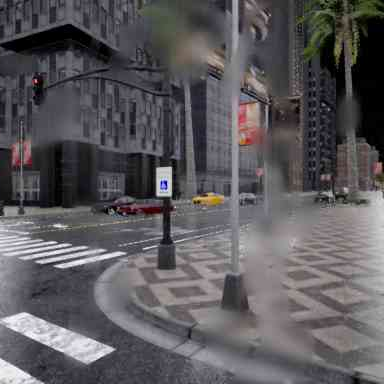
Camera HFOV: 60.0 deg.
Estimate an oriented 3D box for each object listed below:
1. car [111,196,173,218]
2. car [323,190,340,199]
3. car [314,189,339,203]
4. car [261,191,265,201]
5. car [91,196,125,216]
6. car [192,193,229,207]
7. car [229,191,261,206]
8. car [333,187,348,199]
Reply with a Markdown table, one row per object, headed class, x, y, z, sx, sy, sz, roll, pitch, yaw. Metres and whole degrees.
| class | x | y | z | sx | sy | sz | roll | pitch | yaw |
| --- | --- | --- | --- | --- | --- | --- | --- | --- | --- |
| car | -3.608 | 1.229 | 25.852 | 1.895 | 1.301 | 4.718 | 0 | 1 | 35 |
| car | 25.759 | 0.352 | 61.331 | 1.882 | 1.535 | 5.008 | 0 | 1 | 36 |
| car | 17.810 | 0.677 | 44.492 | 1.837 | 1.490 | 4.892 | 0 | 1 | 35 |
| car | 11.094 | 0.651 | 52.051 | 2.128 | 1.511 | 4.902 | 0 | 1 | 35 |
| car | -6.130 | 1.096 | 27.924 | 1.882 | 1.535 | 5.008 | 0 | 1 | 35 |
| car | 1.962 | 0.855 | 39.317 | 1.882 | 1.535 | 5.008 | 0 | 1 | 36 |
| car | 5.980 | 0.848 | 39.358 | 1.837 | 1.490 | 4.892 | 0 | 1 | 35 |
| car | 23.672 | 0.231 | 52.772 | 2.150 | 2.045 | 5.566 | 0 | 1 | 36 |
